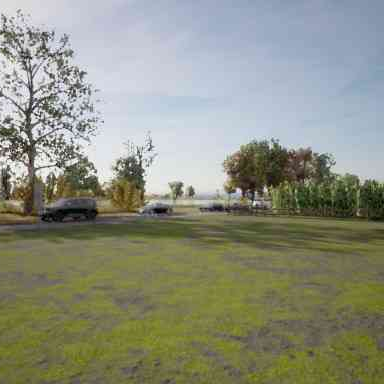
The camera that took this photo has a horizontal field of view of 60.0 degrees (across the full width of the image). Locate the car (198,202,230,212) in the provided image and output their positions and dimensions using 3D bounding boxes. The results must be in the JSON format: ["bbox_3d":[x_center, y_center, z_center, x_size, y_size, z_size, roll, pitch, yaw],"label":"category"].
[{"bbox_3d":[3.082,2.241,49.552,2.033,1.411,5.357,-1,-2,35],"label":"car"}]

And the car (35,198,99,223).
[{"bbox_3d":[-10.923,1.553,29.600,2.150,2.045,5.566,-1,-2,35],"label":"car"}]

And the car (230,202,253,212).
[{"bbox_3d":[6.582,2.224,49.572,2.033,1.411,5.357,-1,-2,35],"label":"car"}]

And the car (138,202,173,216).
[{"bbox_3d":[-4.271,1.991,39.101,2.128,1.511,4.902,-1,-1,35],"label":"car"}]

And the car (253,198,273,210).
[{"bbox_3d":[12.516,2.058,58.158,2.150,2.045,5.566,-1,-2,35],"label":"car"}]
